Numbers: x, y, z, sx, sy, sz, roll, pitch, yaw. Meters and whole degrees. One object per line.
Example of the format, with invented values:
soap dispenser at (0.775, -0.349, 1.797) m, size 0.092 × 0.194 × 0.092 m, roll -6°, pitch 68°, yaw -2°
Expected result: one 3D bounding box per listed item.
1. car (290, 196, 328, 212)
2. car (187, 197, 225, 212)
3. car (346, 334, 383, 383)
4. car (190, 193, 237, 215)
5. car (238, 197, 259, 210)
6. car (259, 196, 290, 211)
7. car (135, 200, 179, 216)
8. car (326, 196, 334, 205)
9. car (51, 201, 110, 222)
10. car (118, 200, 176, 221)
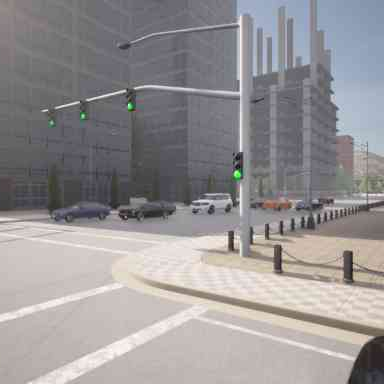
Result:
car at (13.275, 1.492, 37.508) m, size 2.033 × 1.411 × 5.357 m, roll 0°, pitch 0°, yaw 36°
car at (1.751, 1.436, 39.809) m, size 2.128 × 1.511 × 4.902 m, roll 0°, pitch 0°, yaw 36°
car at (3.036, 1.564, 1.803) m, size 4.181 × 1.385 × 1.994 m, roll 0°, pitch 0°, yaw 36°
car at (2.109, 1.166, 34.319) m, size 2.150 × 2.045 × 5.566 m, roll 0°, pitch 0°, yaw 36°
car at (8.210, 1.422, 42.772) m, size 1.882 × 1.535 × 5.008 m, roll 0°, pitch 0°, yaw 36°
car at (10.103, 1.296, 39.089) m, size 2.097 × 1.767 × 4.553 m, roll 0°, pitch 0°, yaw 36°
car at (-3.389, 1.508, 32.682) m, size 1.994 × 1.385 × 4.181 m, roll 0°, pitch 0°, yaw 36°
car at (22.835, 1.422, 56.775) m, size 1.882 × 1.535 × 5.008 m, roll 0°, pitch 0°, yaw 36°
car at (-8.468, 1.470, 25.645) m, size 1.812 × 1.442 × 4.674 m, roll 0°, pitch 0°, yaw 38°
car at (-3.599, 1.545, 26.404) m, size 1.895 × 1.301 × 4.718 m, roll 0°, pitch 0°, yaw 36°
